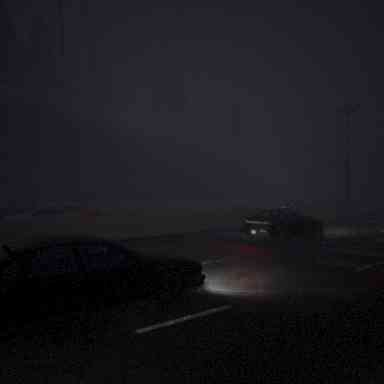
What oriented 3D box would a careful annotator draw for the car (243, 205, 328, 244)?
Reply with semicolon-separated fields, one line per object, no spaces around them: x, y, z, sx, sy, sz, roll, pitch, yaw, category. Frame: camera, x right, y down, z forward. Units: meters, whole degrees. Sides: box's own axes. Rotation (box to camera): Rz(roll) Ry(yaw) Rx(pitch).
4.612;1.579;16.395;4.902;1.511;2.128;0;0;-40;car

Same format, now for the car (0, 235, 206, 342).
-2.303;1.569;6.489;5.357;1.411;2.033;0;0;-36;car

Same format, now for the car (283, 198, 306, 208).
16.516;1.795;53.564;1.837;1.490;4.892;0;0;39;car

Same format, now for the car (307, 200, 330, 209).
19.911;1.897;52.204;1.895;1.301;4.718;0;0;39;car

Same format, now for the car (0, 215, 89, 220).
-8.765;1.584;19.391;4.674;1.442;1.812;0;0;-38;car
